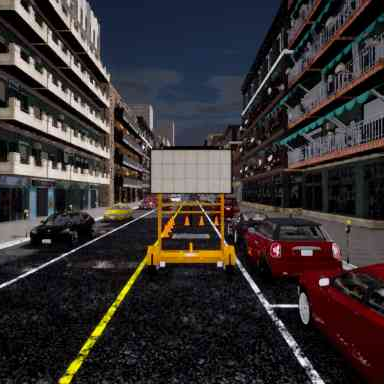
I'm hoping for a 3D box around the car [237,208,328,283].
[{"bbox_3d":[2.665,1.440,9.676,1.967,1.590,4.097,0,0,0],"label":"car"}]

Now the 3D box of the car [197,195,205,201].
[{"bbox_3d":[2.437,1.516,88.585,1.887,1.381,4.507,0,0,0],"label":"car"}]

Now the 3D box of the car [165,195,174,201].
[{"bbox_3d":[-5.944,1.516,88.565,1.887,1.381,4.507,0,0,0],"label":"car"}]

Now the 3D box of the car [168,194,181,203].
[{"bbox_3d":[-3.187,1.509,65.212,1.812,1.442,4.674,0,0,0],"label":"car"}]

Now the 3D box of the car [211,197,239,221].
[{"bbox_3d":[2.617,1.312,26.585,2.192,1.841,5.009,0,0,0],"label":"car"}]

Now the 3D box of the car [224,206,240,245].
[{"bbox_3d":[2.649,1.550,15.312,2.008,1.369,4.403,0,0,0],"label":"car"}]

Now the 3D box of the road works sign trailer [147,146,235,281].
[{"bbox_3d":[-0.027,0.464,9.800,2.380,3.560,2.880,0,0,0],"label":"road works sign trailer"}]

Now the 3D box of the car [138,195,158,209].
[{"bbox_3d":[-5.813,1.432,43.474,1.967,1.590,4.097,0,0,0],"label":"car"}]

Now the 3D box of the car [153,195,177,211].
[{"bbox_3d":[-3.214,1.498,40.137,1.837,1.490,4.892,0,0,0],"label":"car"}]

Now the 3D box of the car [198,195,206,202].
[{"bbox_3d":[2.469,1.502,77.482,1.752,1.417,4.829,0,0,0],"label":"car"}]

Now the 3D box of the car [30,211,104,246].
[{"bbox_3d":[-5.732,1.565,15.290,1.947,1.339,4.313,0,0,0],"label":"car"}]

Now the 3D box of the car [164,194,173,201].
[{"bbox_3d":[-5.927,1.414,82.927,1.967,1.590,4.097,0,0,0],"label":"car"}]

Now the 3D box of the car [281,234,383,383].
[{"bbox_3d":[2.682,1.545,4.039,1.887,1.381,4.507,0,0,0],"label":"car"}]

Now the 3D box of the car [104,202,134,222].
[{"bbox_3d":[-5.764,1.523,26.394,1.752,1.417,4.829,0,0,0],"label":"car"}]
